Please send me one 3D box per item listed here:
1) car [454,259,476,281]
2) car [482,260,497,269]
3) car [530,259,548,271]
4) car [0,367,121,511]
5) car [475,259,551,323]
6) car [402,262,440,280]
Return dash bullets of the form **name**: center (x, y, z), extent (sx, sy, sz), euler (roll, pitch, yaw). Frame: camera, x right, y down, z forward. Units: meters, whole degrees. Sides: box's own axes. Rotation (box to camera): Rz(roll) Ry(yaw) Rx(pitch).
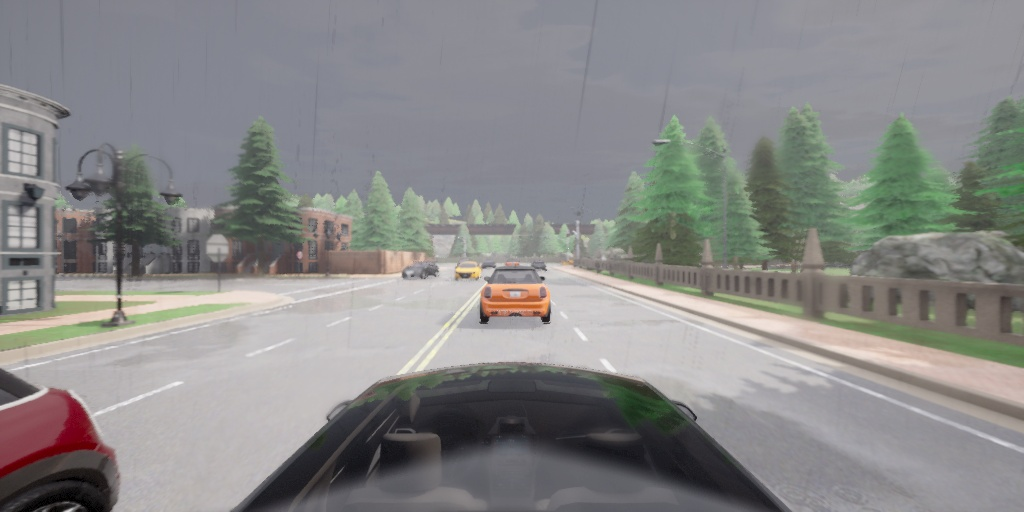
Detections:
- **car**: center (-3.603, 1.228, 30.051), extent (1.882, 1.535, 5.008), euler (0, 0, 0)
- **car**: center (-3.523, 1.299, 56.219), extent (2.033, 1.411, 5.357), euler (0, 0, 0)
- **car**: center (3.588, 1.242, 48.776), extent (2.128, 1.511, 4.902), euler (0, 0, 0)
- **car**: center (-3.572, 1.101, 0.290), extent (2.097, 1.767, 4.553), euler (0, 0, 0)
- **car**: center (0.097, 1.102, 12.246), extent (2.097, 1.767, 4.553), euler (0, 0, 0)
- **car**: center (-7.875, 1.241, 31.350), extent (2.128, 1.511, 4.902), euler (0, 0, 10)
